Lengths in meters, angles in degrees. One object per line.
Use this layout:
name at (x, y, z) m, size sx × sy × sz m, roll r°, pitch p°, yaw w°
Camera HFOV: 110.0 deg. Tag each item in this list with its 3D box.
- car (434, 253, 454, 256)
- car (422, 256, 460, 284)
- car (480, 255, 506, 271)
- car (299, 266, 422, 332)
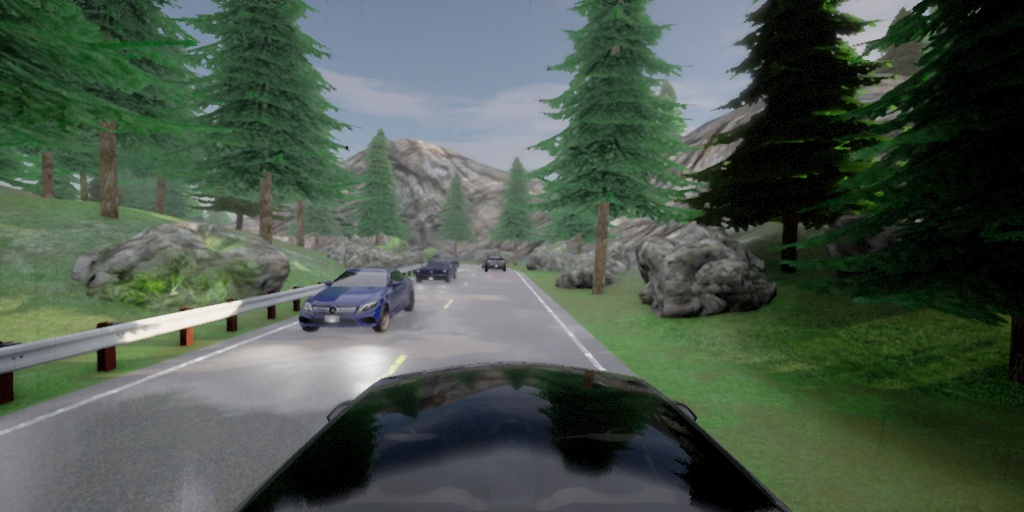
car at (-6.612, 0.453, 35.303) m, size 1.837 × 1.490 × 4.892 m, roll 1°, pitch 1°, yaw -28°
car at (-4.462, 0.867, 21.663) m, size 1.895 × 1.301 × 4.718 m, roll 1°, pitch 1°, yaw -2°
car at (-1.799, 0.623, 33.012) m, size 2.128 × 1.511 × 4.902 m, roll 1°, pitch 1°, yaw -11°
car at (-3.979, 1.042, 10.022) m, size 1.812 × 1.442 × 4.674 m, roll 1°, pitch 1°, yaw -3°
